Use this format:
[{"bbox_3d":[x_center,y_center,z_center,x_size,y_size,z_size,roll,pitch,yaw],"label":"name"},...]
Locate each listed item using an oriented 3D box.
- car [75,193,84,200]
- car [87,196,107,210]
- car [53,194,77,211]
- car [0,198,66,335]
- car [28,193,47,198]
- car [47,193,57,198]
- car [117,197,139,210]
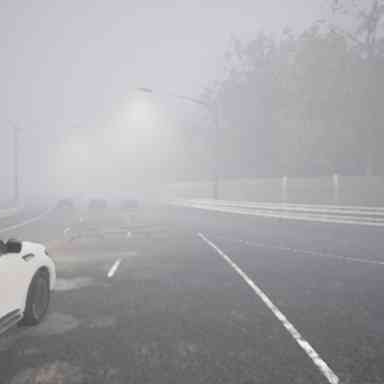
[{"bbox_3d":[-24.462,0.932,71.386,1.882,1.535,5.008,0,0,-27],"label":"car"},{"bbox_3d":[-11.227,1.271,39.192,1.882,1.535,5.008,0,0,-22],"label":"car"},{"bbox_3d":[-14.484,1.319,37.899,1.837,1.490,4.892,0,0,-22],"label":"car"},{"bbox_3d":[-3.539,1.210,3.782,2.150,2.045,5.566,0,0,-2],"label":"car"},{"bbox_3d":[-31.741,1.010,67.289,1.837,1.490,4.892,-1,0,-42],"label":"car"},{"bbox_3d":[-29.042,1.010,69.517,2.128,1.511,4.902,-1,0,-42],"label":"car"},{"bbox_3d":[-7.535,1.303,39.323,1.812,1.442,4.674,0,0,-21],"label":"car"}]
